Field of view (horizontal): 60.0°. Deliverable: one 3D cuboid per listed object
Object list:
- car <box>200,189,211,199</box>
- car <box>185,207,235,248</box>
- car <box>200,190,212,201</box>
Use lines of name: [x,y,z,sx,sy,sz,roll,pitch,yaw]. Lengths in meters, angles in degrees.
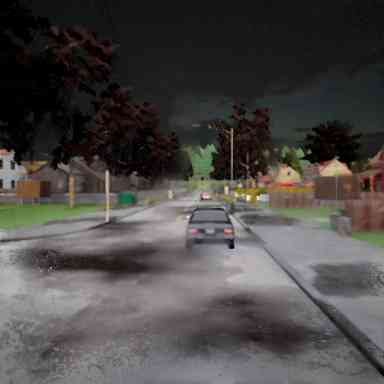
car: [2.675,0.364,65.135,2.097,1.767,4.553,0,1,2]
car: [0.717,1.337,13.693,2.033,1.411,5.357,0,1,2]
car: [2.376,0.763,55.167,1.895,1.301,4.718,0,1,2]
